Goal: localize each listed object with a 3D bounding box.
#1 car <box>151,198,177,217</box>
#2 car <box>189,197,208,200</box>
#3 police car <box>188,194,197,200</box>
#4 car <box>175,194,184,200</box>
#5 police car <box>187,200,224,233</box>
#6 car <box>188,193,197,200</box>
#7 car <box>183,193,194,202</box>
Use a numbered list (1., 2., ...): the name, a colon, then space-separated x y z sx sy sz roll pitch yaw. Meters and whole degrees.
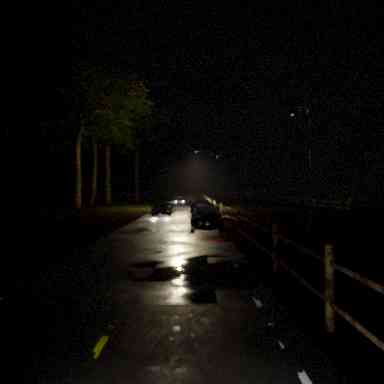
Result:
1. car: -2.835 1.586 32.490 2.033 1.411 5.357 0 0 0
2. car: 0.838 1.532 30.417 1.882 1.535 5.008 0 0 0
3. police car: 0.841 1.429 36.529 1.930 1.638 5.238 0 1 0
4. car: -2.717 1.154 73.828 1.895 1.301 4.718 0 1 0
5. police car: 0.834 1.520 20.526 1.930 1.638 5.238 0 0 0
6. car: 0.035 0.997 76.062 1.994 1.385 4.181 0 1 0
7. car: 0.025 1.369 55.173 2.033 1.411 5.357 0 1 0
